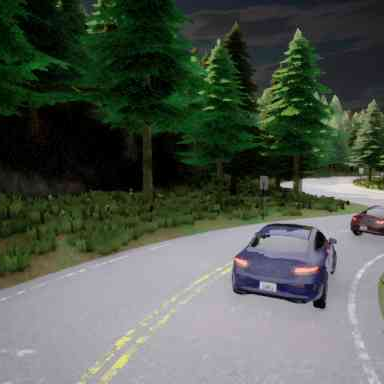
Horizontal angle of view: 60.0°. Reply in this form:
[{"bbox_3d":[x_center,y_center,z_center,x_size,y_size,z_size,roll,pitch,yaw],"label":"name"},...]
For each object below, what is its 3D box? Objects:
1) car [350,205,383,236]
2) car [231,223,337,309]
[{"bbox_3d":[9.264,1.336,15.516,4.674,1.442,1.812,-1,5,-34],"label":"car"},{"bbox_3d":[2.358,1.486,7.971,1.812,1.442,4.674,2,2,26],"label":"car"}]
